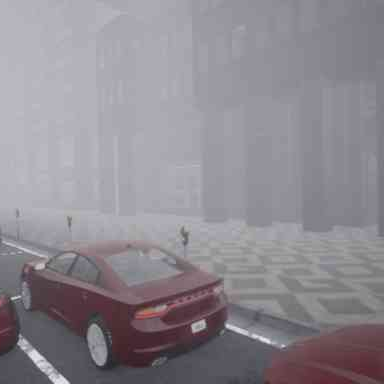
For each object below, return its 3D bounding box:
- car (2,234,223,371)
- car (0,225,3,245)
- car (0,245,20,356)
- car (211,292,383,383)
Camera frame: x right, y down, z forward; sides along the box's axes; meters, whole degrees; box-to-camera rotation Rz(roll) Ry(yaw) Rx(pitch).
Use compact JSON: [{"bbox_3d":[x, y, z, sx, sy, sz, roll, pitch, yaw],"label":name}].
[{"bbox_3d":[-1.453,1.478,5.596,1.887,1.381,4.507,-2,1,-43],"label":"car"},{"bbox_3d":[-9.184,1.545,13.799,2.008,1.369,4.403,-2,1,-43],"label":"car"},{"bbox_3d":[-4.267,1.580,4.859,4.181,1.385,1.994,-2,0,41],"label":"car"},{"bbox_3d":[2.412,1.449,1.494,1.887,1.381,4.507,-2,1,-43],"label":"car"}]
